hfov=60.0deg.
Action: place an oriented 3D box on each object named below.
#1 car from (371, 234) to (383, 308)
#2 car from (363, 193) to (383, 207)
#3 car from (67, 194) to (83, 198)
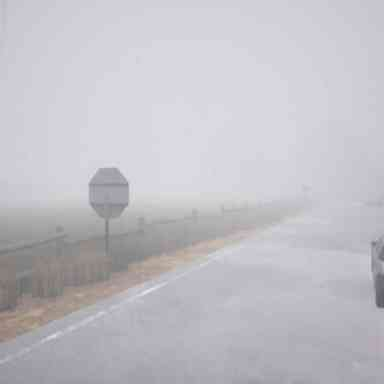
[{"bbox_3d":[4.909,1.512,7.118,1.895,1.301,4.718,0,0,27],"label":"car"},{"bbox_3d":[22.374,1.055,41.172,1.812,1.442,4.674,0,0,27],"label":"car"},{"bbox_3d":[-27.588,1.118,78.391,1.812,1.442,4.674,0,0,17],"label":"car"}]
